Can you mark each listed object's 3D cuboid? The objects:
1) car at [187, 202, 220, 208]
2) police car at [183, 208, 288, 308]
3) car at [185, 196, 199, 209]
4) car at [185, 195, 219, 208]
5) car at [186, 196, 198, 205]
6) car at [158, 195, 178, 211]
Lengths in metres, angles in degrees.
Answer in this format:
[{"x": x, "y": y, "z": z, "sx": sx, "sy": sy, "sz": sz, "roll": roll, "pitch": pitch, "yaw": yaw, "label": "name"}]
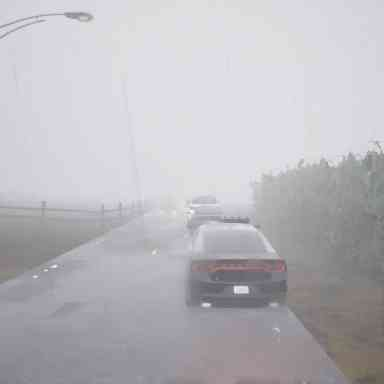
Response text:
[{"x": 0.811, "y": 1.489, "z": 18.010, "sx": 1.837, "sy": 1.490, "sz": 4.892, "roll": 0, "pitch": 0, "yaw": 0, "label": "car"}, {"x": 0.818, "y": 1.420, "z": 8.120, "sx": 1.930, "sy": 1.638, "sz": 5.238, "roll": 0, "pitch": 0, "yaw": 0, "label": "police car"}, {"x": 0.007, "y": 1.418, "z": 46.365, "sx": 1.882, "sy": 1.535, "sz": 5.008, "roll": 0, "pitch": 0, "yaw": 1, "label": "car"}, {"x": 0.805, "y": 1.196, "z": 24.039, "sx": 2.150, "sy": 2.045, "sz": 5.566, "roll": 0, "pitch": 0, "yaw": 0, "label": "car"}, {"x": -0.043, "y": 1.450, "z": 59.811, "sx": 2.128, "sy": 1.511, "sz": 4.902, "roll": 0, "pitch": 0, "yaw": 0, "label": "car"}, {"x": -2.779, "y": 1.296, "z": 39.683, "sx": 2.097, "sy": 1.767, "sz": 4.553, "roll": 0, "pitch": 0, "yaw": 0, "label": "car"}]
